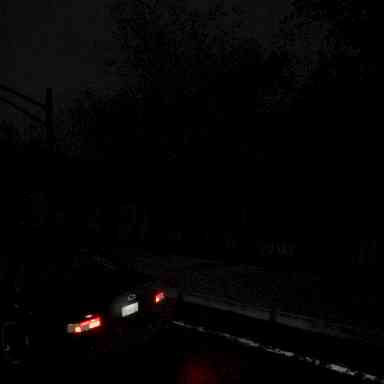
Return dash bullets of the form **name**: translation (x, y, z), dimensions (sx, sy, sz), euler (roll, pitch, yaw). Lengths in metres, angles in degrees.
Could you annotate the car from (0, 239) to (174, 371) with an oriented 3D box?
- **car**: translation (-2.834, 1.547, 5.712), dimensions (5.357, 1.411, 2.033), euler (0, 0, 36)
